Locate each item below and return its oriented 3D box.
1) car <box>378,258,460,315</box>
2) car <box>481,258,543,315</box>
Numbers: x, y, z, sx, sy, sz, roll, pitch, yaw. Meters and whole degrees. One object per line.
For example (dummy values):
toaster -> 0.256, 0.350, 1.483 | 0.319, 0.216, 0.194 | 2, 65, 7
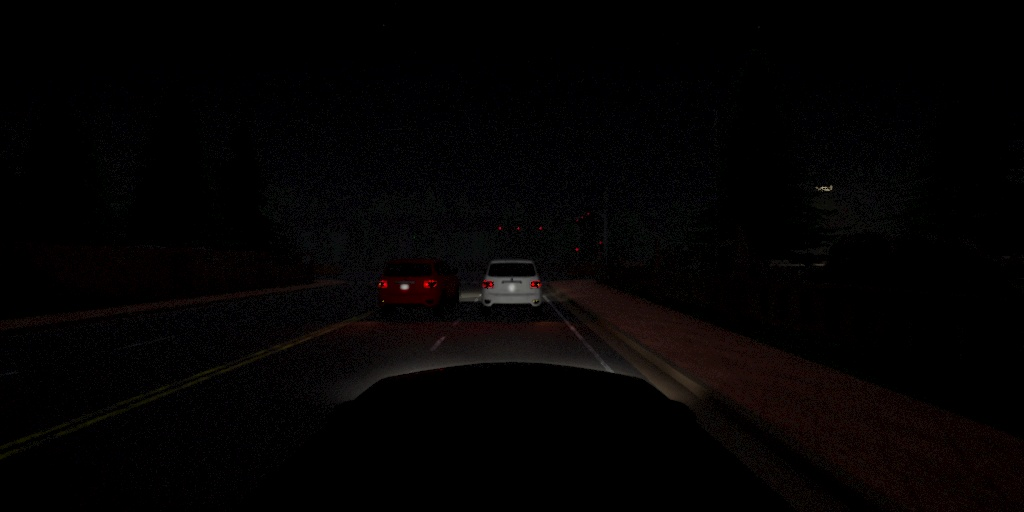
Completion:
car -> -3.495, 1.115, 14.389 | 2.150, 2.045, 5.566 | 0, 0, 0
car -> 0.004, 1.115, 14.393 | 2.150, 2.045, 5.566 | 0, 0, 0
